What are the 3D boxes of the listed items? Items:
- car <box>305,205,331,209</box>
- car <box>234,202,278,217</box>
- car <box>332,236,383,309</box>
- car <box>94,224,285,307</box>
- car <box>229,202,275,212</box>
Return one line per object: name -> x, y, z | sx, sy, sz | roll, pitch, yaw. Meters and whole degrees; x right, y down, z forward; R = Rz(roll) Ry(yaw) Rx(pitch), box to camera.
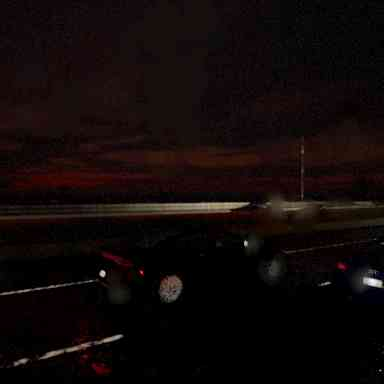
car -> 10.865, 1.822, 28.924 | 4.181, 1.385, 1.994 | 1, 0, -35
car -> 6.693, 1.783, 34.546 | 4.674, 1.442, 1.812 | 1, 0, -35
car -> 4.948, 1.648, 7.271 | 4.181, 1.385, 1.994 | 1, 0, -35
car -> 0.197, 1.527, 8.183 | 5.008, 1.535, 1.882 | 1, 0, -35
car -> 5.499, 1.818, 29.399 | 4.718, 1.301, 1.895 | 1, 0, -35
